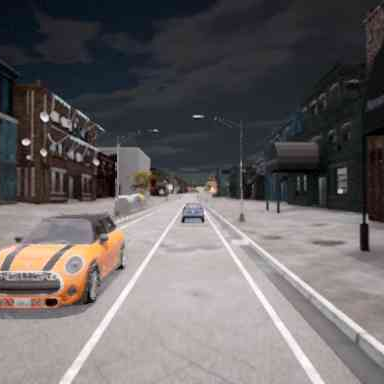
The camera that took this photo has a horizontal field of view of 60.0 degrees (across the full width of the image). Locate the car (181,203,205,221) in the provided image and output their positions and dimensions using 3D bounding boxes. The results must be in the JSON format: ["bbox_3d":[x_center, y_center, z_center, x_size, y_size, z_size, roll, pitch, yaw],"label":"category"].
[{"bbox_3d":[0.088,1.638,28.045,2.033,1.411,5.357,0,0,0],"label":"car"}]

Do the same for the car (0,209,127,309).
[{"bbox_3d":[-3.004,1.372,8.134,2.097,1.767,4.553,0,0,0],"label":"car"}]
